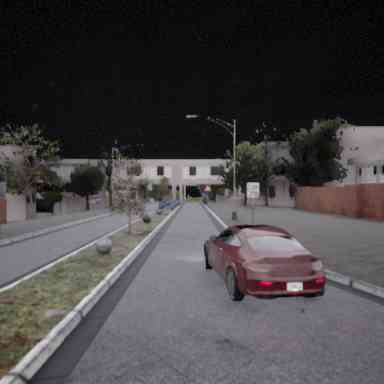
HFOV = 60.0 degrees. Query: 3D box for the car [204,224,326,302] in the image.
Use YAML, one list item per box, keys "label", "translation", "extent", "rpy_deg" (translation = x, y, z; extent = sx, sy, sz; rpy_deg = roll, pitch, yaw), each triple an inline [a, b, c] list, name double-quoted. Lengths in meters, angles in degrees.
- label: "car"
  translation: [1.509, 1.525, 8.260]
  extent: [1.812, 1.442, 4.674]
  rpy_deg: [0, 0, -9]
